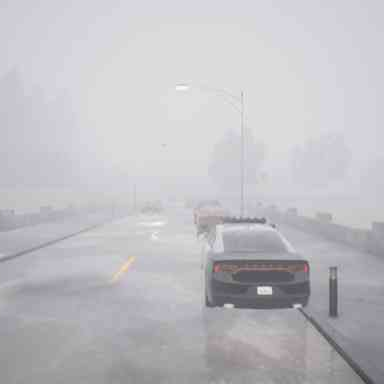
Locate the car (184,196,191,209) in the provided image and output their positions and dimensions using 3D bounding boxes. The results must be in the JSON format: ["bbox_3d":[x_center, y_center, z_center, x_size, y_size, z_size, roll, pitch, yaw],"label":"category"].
[{"bbox_3d":[0.012,1.464,44.786,2.128,1.511,4.902,0,0,1],"label":"car"}]

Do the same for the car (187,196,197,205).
[{"bbox_3d":[0.000,1.469,58.648,1.837,1.490,4.892,0,0,0],"label":"car"}]

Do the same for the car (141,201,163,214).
[{"bbox_3d":[-4.100,1.579,34.419,1.895,1.301,4.718,0,0,0],"label":"car"}]

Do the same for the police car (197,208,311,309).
[{"bbox_3d":[1.200,1.420,8.069,1.930,1.638,5.238,0,0,0],"label":"police car"}]

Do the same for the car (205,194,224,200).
[{"bbox_3d":[6.310,1.398,93.406,5.357,1.415,2.033,0,0,-40],"label":"car"}]

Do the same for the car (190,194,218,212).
[{"bbox_3d":[1.146,1.286,23.929,2.097,1.767,4.553,-3,0,0],"label":"car"}]

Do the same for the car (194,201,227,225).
[{"bbox_3d":[1.199,1.467,17.959,1.882,1.535,5.008,0,0,0],"label":"car"}]

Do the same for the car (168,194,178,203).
[{"bbox_3d":[-4.003,1.305,70.549,2.097,1.767,4.553,0,0,0],"label":"car"}]
